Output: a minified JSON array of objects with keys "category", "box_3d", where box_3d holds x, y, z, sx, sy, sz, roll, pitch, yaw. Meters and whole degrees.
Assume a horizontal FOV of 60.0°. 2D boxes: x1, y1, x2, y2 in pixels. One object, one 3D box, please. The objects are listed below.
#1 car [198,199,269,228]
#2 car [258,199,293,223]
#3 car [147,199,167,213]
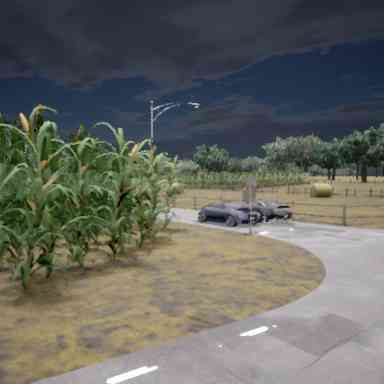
[{"category":"car","box_3d":[2.200,1.273,20.150,1.994,1.385,4.181,-1,1,-37]},{"category":"car","box_3d":[4.281,1.187,21.698,2.128,1.511,4.902,0,1,-32]},{"category":"car","box_3d":[-4.009,1.000,28.785,2.128,1.511,4.902,-1,1,-36]}]
